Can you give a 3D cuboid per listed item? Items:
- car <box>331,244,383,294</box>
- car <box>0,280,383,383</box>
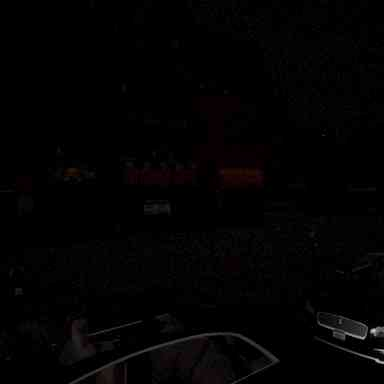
[{"bbox_3d":[3.605,1.548,5.416,4.403,1.369,2.008,0,-2,-36],"label":"car"},{"bbox_3d":[-0.827,1.551,2.246,4.403,1.369,2.008,0,-2,-36],"label":"car"}]
